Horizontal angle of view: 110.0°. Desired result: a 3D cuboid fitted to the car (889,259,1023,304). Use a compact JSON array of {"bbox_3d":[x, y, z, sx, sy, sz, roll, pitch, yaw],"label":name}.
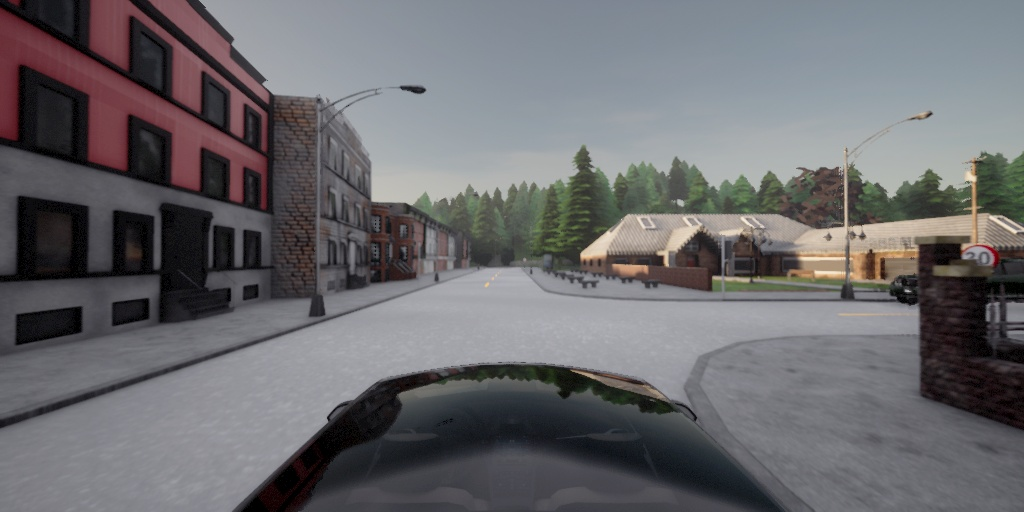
[{"bbox_3d":[19.607,1.128,15.275,5.566,2.045,2.150,0,-1,0],"label":"car"}]
